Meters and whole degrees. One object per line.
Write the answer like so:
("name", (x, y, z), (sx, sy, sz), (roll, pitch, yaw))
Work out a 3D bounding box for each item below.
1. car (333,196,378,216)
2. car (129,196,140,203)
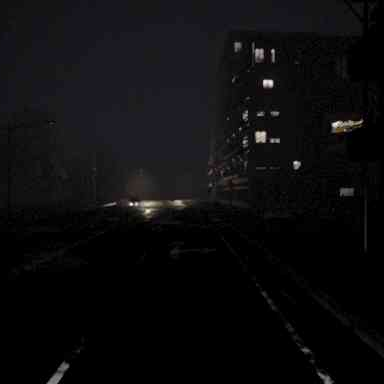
("car", (14.033, 1.127, 26.884), (4.892, 1.490, 1.837), (-1, 0, 15))
("car", (-11.784, 1.485, 68.418), (2.128, 1.511, 4.902), (0, 0, -2))
